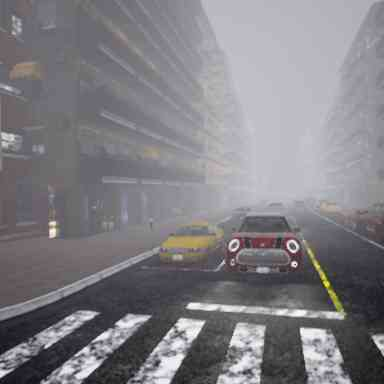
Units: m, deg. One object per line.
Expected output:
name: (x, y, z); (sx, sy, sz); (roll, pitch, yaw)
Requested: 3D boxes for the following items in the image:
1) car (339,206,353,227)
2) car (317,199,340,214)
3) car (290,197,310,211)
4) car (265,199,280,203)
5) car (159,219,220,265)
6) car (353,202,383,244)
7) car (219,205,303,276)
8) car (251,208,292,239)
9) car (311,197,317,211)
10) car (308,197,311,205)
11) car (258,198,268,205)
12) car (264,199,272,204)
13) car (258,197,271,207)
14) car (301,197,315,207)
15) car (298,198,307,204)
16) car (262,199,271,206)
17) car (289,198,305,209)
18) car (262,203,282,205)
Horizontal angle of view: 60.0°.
car: (11.199, 1.677, 21.649); (1.887, 1.381, 4.507); (-2, -1, 15)
car: (16.457, 1.761, 39.508); (1.801, 1.575, 5.366); (-1, -1, 15)
car: (15.727, 1.962, 48.644); (1.837, 1.490, 4.892); (-1, -1, 15)
car: (9.896, 1.949, 38.982); (1.812, 1.442, 4.674); (-1, -1, 15)
car: (0.168, 1.730, 12.613); (1.752, 1.417, 4.829); (-2, -1, 15)
car: (9.738, 1.391, 16.179); (2.192, 1.841, 5.009); (-2, -1, 15)
car: (2.418, 1.487, 10.929); (2.097, 1.767, 4.553); (-1, -1, 15)
car: (4.846, 1.779, 20.098); (2.033, 1.411, 5.357); (-1, -1, 15)
car: (18.157, 1.724, 46.074); (2.097, 1.767, 4.553); (-1, -1, 15)
car: (21.354, 1.834, 59.976); (2.192, 1.841, 5.009); (-2, -1, 15)
car: (13.281, 2.253, 62.053); (1.887, 1.381, 4.507); (-2, -1, 15)
car: (20.542, 2.534, 89.429); (1.947, 1.339, 4.313); (-2, -1, 15)
car: (14.725, 2.077, 67.531); (2.192, 1.841, 5.009); (-2, -1, 15)
car: (22.807, 1.888, 65.452); (2.192, 1.841, 5.009); (-2, -1, 15)
car: (27.177, 2.295, 81.870); (1.947, 1.339, 4.313); (-2, -1, 15)
car: (17.637, 2.411, 78.477); (1.887, 1.381, 4.507); (-2, -1, 15)
car: (18.096, 1.895, 57.333); (2.097, 1.767, 4.553); (-1, -1, 11)
car: (7.295, 1.926, 29.299); (1.895, 1.301, 4.718); (-1, -1, 15)
